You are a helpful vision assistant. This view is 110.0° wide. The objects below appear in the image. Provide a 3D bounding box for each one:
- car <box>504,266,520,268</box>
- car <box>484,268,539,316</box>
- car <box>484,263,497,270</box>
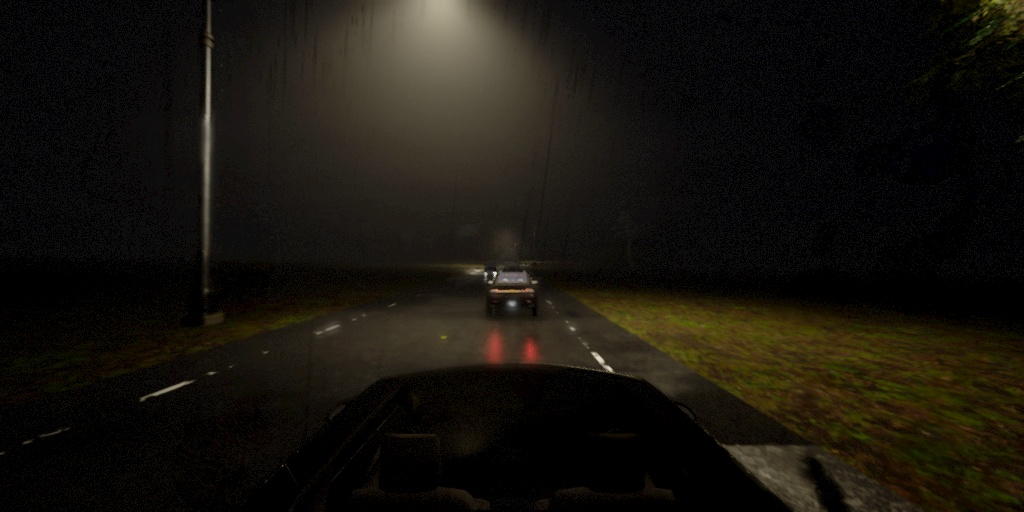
[{"bbox_3d":[0.033,1.576,29.172,1.837,1.490,4.892,0,0,1],"label":"car"},{"bbox_3d":[0.038,1.391,14.116,2.128,1.511,4.902,0,-1,1],"label":"car"},{"bbox_3d":[-3.565,1.900,60.205,1.812,1.442,4.674,0,0,1],"label":"car"}]
